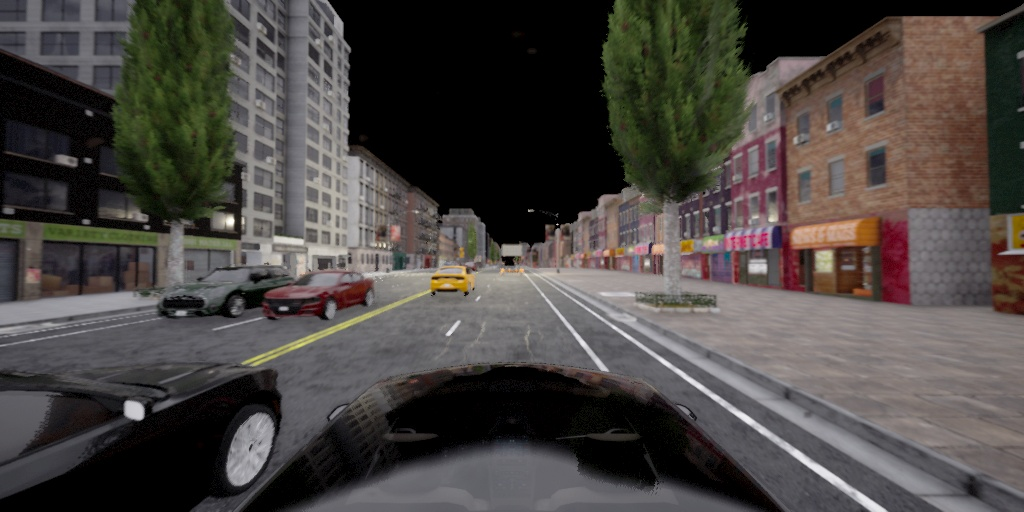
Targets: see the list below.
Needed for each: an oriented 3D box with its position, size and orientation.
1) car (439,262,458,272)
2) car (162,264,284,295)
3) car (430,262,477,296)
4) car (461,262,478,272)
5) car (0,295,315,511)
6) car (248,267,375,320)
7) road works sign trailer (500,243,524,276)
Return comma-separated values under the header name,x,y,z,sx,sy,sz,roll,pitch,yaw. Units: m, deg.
name,x,y,z,sx,sy,sz,roll,pitch,yaw
car,-9.789,1.667,55.841,2.128,1.511,4.902,0,-1,0
car,-9.847,1.125,12.919,2.097,1.767,4.553,0,0,0
car,-3.148,1.281,19.832,1.882,1.535,5.008,0,0,0
car,-6.538,1.651,55.723,1.882,1.535,5.008,0,-1,1
car,-3.152,1.228,1.460,1.882,1.535,5.008,0,0,0
car,-6.596,1.250,12.852,1.882,1.535,5.008,0,0,0
road works sign trailer,0.009,0.409,39.439,2.380,3.560,2.880,0,0,0
